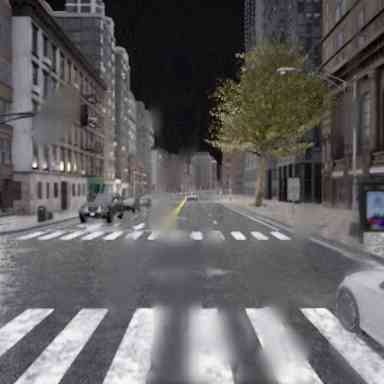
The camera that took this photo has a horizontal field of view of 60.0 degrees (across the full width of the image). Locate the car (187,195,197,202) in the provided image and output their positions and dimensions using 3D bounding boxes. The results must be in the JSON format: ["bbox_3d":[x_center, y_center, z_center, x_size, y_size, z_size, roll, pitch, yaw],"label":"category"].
[{"bbox_3d":[0.019,1.182,65.039,1.895,1.301,4.718,0,1,0],"label":"car"}]

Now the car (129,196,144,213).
[{"bbox_3d":[-6.590,1.298,34.906,1.882,1.535,5.008,0,0,0],"label":"car"}]

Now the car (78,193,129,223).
[{"bbox_3d":[-6.565,1.100,24.794,2.150,2.045,5.566,0,0,1],"label":"car"}]

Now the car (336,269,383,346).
[{"bbox_3d":[3.349,1.509,3.714,1.812,1.442,4.674,0,0,0],"label":"car"}]

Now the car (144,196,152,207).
[{"bbox_3d":[-6.579,1.240,45.224,2.128,1.511,4.902,0,0,0],"label":"car"}]
